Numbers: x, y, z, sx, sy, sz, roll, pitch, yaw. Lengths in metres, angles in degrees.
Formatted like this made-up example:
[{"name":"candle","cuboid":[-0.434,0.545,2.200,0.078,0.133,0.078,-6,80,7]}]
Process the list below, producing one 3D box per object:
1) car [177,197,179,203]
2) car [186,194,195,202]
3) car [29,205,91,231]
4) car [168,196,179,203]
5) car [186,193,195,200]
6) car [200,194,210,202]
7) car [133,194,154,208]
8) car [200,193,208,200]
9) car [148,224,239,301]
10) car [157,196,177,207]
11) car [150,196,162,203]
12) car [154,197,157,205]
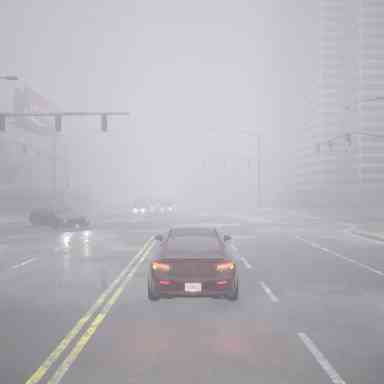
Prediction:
[{"name":"car","cuboid":[-3.839,1.526,59.836,1.812,1.442,4.674,0,0,0]},{"name":"car","cuboid":[-0.347,1.584,78.388,1.895,1.301,4.718,0,0,0]},{"name":"car","cuboid":[-8.394,1.547,20.823,5.357,1.411,2.033,0,0,45]},{"name":"car","cuboid":[-3.809,1.553,69.846,1.994,1.385,4.181,0,0,0]},{"name":"car","cuboid":[-0.392,1.184,88.293,2.097,1.767,4.553,0,0,0]},{"name":"car","cuboid":[3.154,1.515,78.021,2.128,1.511,4.902,0,0,0]},{"name":"car","cuboid":[-7.310,1.491,48.450,2.128,1.511,4.902,0,0,0]},{"name":"car","cuboid":[3.108,1.184,88.309,2.097,1.767,4.553,0,0,0]},{"name":"car","cuboid":[0.028,1.526,8.212,1.812,1.442,4.674,0,0,0]},{"name":"car","cuboid":[-3.819,1.564,51.059,1.994,1.385,4.181,0,0,0]},{"name":"car","cuboid":[-7.310,1.601,68.021,1.895,1.301,4.718,0,0,0]},{"name":"car","cuboid":[-7.338,1.601,57.721,1.895,1.301,4.718,0,0,0]}]
